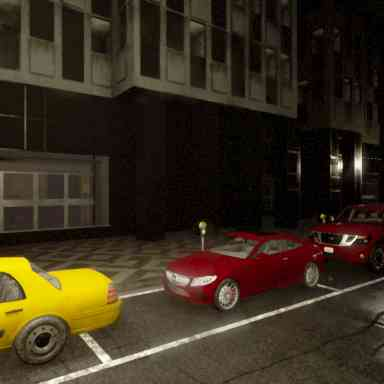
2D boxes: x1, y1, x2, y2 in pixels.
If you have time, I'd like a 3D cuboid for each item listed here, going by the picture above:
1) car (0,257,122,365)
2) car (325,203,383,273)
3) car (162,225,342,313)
[{"bbox_3d":[-3.362,1.525,4.257,4.829,1.417,1.752,0,0,-35],"label":"car"},{"bbox_3d":[5.909,1.314,10.847,5.009,1.841,2.192,0,0,-35],"label":"car"},{"bbox_3d":[1.342,1.581,7.601,4.206,1.307,1.802,0,0,-35],"label":"car"}]
